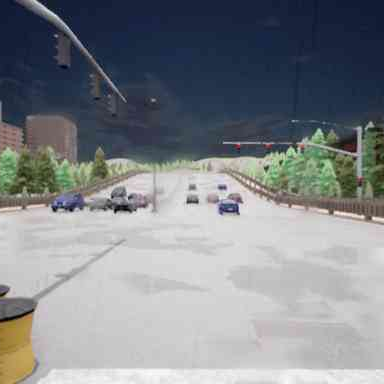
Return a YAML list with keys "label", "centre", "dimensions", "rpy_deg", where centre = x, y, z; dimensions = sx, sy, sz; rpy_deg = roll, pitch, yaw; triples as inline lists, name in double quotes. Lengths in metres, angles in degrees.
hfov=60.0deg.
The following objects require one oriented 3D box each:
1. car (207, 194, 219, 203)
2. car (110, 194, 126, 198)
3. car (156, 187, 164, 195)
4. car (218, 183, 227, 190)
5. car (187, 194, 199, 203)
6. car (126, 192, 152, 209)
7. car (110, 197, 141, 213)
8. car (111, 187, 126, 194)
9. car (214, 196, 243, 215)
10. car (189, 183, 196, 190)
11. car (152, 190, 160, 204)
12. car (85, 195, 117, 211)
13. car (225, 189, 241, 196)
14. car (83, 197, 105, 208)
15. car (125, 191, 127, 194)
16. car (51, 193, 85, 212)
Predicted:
- label: "car"
  centre: [3.604, 1.045, 56.347]
  dimensions: [1.994, 1.385, 4.181]
  rpy_deg: [0, 4, 0]
- label: "car"
  centre: [-10.602, 1.423, 48.124]
  dimensions: [1.994, 1.385, 4.181]
  rpy_deg: [0, 2, -1]
- label: "car"
  centre: [-6.932, -0.290, 70.012]
  dimensions: [2.128, 1.511, 4.902]
  rpy_deg: [0, 7, 0]
- label: "car"
  centre: [7.110, -1.355, 78.254]
  dimensions: [1.882, 1.535, 5.008]
  rpy_deg: [0, 7, 0]
- label: "car"
  centre: [0.103, 1.054, 56.210]
  dimensions: [1.994, 1.385, 4.181]
  rpy_deg: [0, 4, 0]
- label: "car"
  centre: [-7.102, 1.285, 44.690]
  dimensions: [2.097, 1.767, 4.553]
  rpy_deg: [0, 1, 0]
- label: "car"
  centre: [-7.107, 1.565, 35.880]
  dimensions: [1.895, 1.301, 4.718]
  rpy_deg: [0, 0, 0]
- label: "car"
  centre: [-13.995, 0.130, 63.628]
  dimensions: [2.150, 2.045, 5.566]
  rpy_deg: [0, 5, 1]
- label: "car"
  centre: [3.586, 1.446, 33.631]
  dimensions: [1.882, 1.535, 5.008]
  rpy_deg: [0, 0, 0]
- label: "car"
  centre: [0.110, -1.293, 78.298]
  dimensions: [2.033, 1.411, 5.357]
  rpy_deg: [0, 7, 0]
- label: "car"
  centre: [-7.087, 1.050, 55.061]
  dimensions: [2.128, 1.511, 4.902]
  rpy_deg: [0, 4, 0]
- label: "car"
  centre: [-10.598, 1.463, 39.230]
  dimensions: [1.837, 1.490, 4.892]
  rpy_deg: [0, 0, 0]
- label: "car"
  centre: [7.100, 0.893, 55.343]
  dimensions: [2.097, 1.767, 4.553]
  rpy_deg: [0, 3, 0]
- label: "car"
  centre: [-14.095, 1.461, 48.092]
  dimensions: [1.895, 1.301, 4.718]
  rpy_deg: [0, 2, 0]
- label: "car"
  centre: [-10.527, 0.752, 60.885]
  dimensions: [1.895, 1.301, 4.718]
  rpy_deg: [0, 5, 1]
- label: "car"
  centre: [-14.107, 1.184, 38.172]
  dimensions: [2.150, 2.045, 5.566]
  rpy_deg: [0, 0, 0]
